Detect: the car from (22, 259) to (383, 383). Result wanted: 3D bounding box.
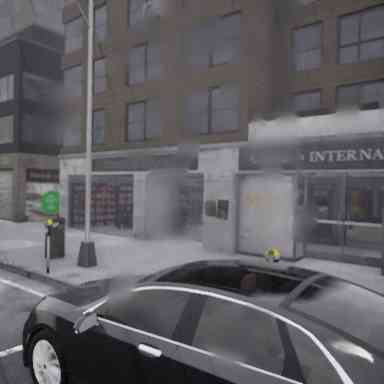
[{"bbox_3d":[0.209,1.463,3.308,4.892,1.490,1.837,2,1,36],"label":"car"}]
